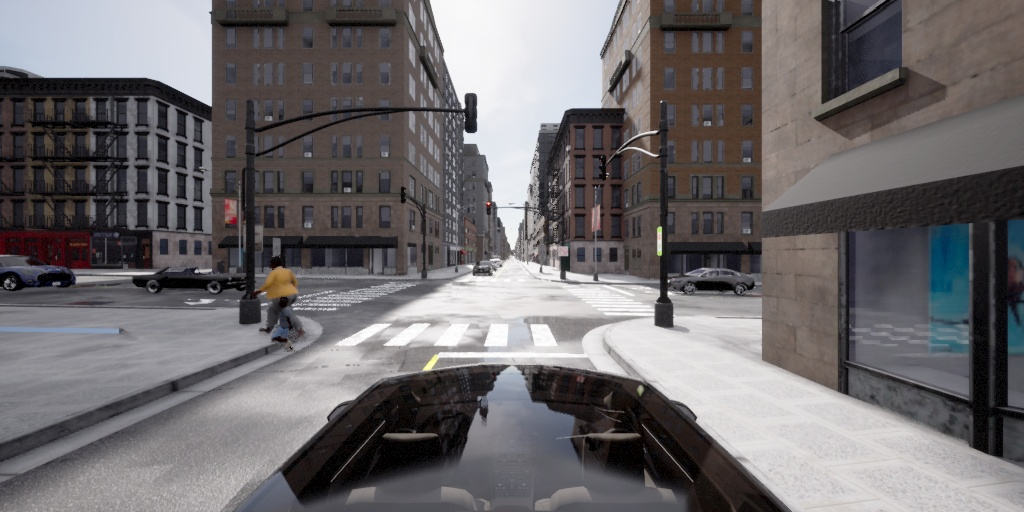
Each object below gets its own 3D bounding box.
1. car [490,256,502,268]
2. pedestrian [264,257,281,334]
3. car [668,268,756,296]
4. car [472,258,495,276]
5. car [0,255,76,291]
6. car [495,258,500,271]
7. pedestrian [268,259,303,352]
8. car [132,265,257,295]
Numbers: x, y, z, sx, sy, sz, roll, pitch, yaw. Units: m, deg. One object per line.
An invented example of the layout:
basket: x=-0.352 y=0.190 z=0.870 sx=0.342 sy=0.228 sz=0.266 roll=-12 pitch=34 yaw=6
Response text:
car: x=-2.953 y=0.959 z=63.349 sx=2.150 sy=2.045 sz=5.566 roll=0 pitch=0 yaw=1
pedestrian: x=-5.185 y=0.891 z=8.041 sx=0.375 sy=1.860 sz=0.375 roll=0 pitch=0 yaw=0
car: x=11.432 y=1.451 z=20.937 sx=4.902 sy=1.511 sz=2.128 roll=1 pitch=0 yaw=0
car: x=-3.068 y=1.248 z=37.919 sx=1.837 sy=1.490 sz=4.892 roll=0 pitch=0 yaw=0
car: x=-24.585 y=0.737 z=17.630 sx=4.553 sy=1.767 sz=2.097 roll=1 pitch=0 yaw=1
car: x=-3.037 y=1.340 z=47.960 sx=1.895 sy=1.301 sz=4.718 roll=0 pitch=0 yaw=0
pedestrian: x=-4.658 y=1.044 z=7.388 sx=0.375 sy=1.860 sz=0.375 roll=0 pitch=0 yaw=0
car: x=-15.394 y=1.131 z=17.590 sx=4.718 sy=1.301 sz=1.895 roll=1 pitch=0 yaw=0
